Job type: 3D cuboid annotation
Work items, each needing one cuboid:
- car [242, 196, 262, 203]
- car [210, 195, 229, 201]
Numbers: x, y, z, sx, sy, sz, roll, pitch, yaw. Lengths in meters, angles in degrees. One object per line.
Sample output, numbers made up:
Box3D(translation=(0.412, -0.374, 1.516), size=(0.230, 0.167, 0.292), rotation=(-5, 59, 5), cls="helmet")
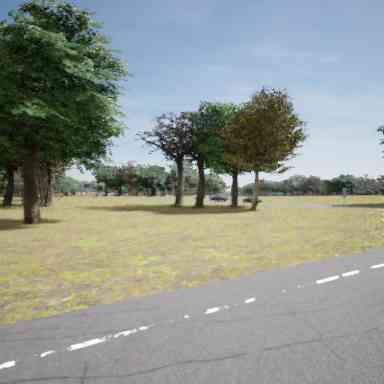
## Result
Box3D(translation=(12.296, 1.602, 68.443), size=(1.994, 1.385, 4.181), rotation=(1, 0, -33), cls="car")
Box3D(translation=(6.326, 1.442, 77.486), size=(2.033, 1.411, 5.357), rotation=(1, 0, -33), cls="car")
